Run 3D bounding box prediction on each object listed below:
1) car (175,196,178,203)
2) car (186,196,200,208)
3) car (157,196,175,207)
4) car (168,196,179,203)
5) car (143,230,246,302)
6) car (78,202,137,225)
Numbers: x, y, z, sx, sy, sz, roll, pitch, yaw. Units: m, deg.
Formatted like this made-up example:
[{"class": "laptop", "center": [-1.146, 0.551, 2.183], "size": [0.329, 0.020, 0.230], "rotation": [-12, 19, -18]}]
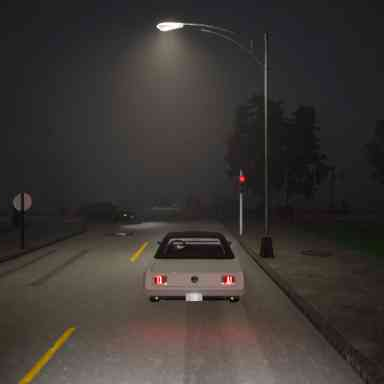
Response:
[{"class": "car", "center": [-4.023, 1.547, 59.764], "size": [2.033, 1.411, 5.357], "rotation": [0, 0, 0]}, {"class": "car", "center": [0.150, 1.352, 48.857], "size": [2.097, 1.767, 4.553], "rotation": [0, 0, 0]}, {"class": "car", "center": [-4.055, 1.505, 50.066], "size": [1.837, 1.490, 4.892], "rotation": [0, 0, 0]}, {"class": "car", "center": [-3.943, 1.540, 70.105], "size": [2.033, 1.411, 5.357], "rotation": [0, 0, 0]}, {"class": "car", "center": [0.063, 1.601, 8.194], "size": [1.895, 1.301, 4.718], "rotation": [0, 0, 0]}, {"class": "car", "center": [-6.193, 1.507, 24.268], "size": [4.892, 1.490, 1.837], "rotation": [-1, -3, 31]}]
